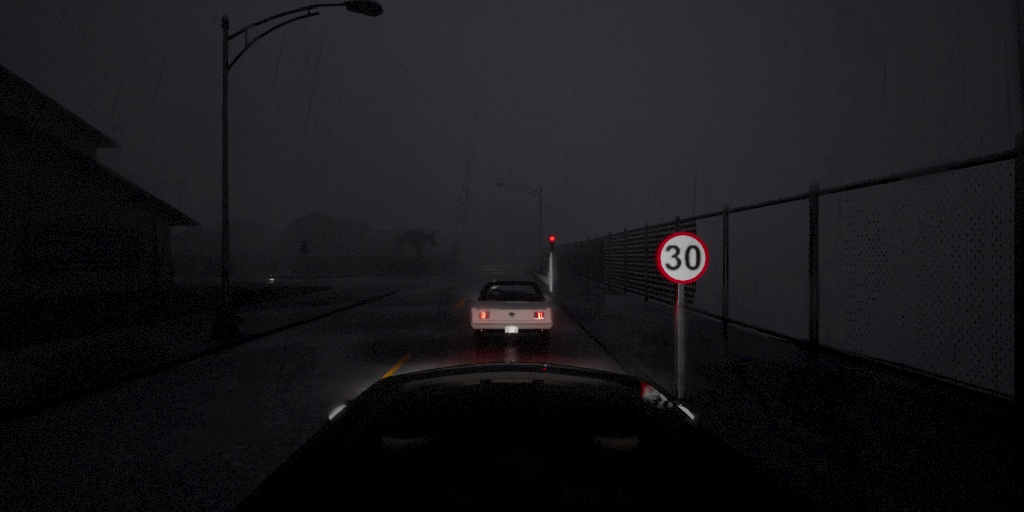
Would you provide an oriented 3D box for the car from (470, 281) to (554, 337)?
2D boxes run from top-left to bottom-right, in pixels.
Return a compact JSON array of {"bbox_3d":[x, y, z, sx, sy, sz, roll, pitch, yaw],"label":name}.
[{"bbox_3d":[-0.001,1.351,10.210,1.895,1.301,4.718,0,0,0],"label":"car"}]

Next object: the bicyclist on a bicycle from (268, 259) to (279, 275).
[{"bbox_3d":[-24.318,1.099,36.521,0.582,1.620,1.656,0,0,0],"label":"bicyclist on a bicycle"}]
